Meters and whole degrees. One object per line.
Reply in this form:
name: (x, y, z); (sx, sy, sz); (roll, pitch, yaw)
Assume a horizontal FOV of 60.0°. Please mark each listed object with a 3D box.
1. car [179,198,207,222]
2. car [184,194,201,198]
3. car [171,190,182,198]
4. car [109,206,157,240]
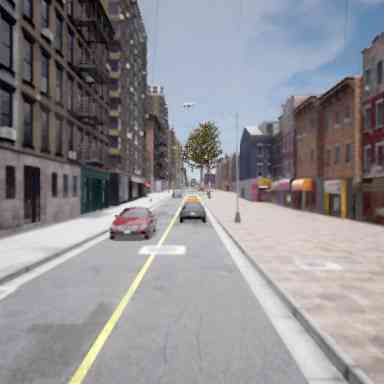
car: (0.073, 1.426, 24.923); (1.994, 1.385, 4.181); (0, 1, 1)
car: (0.083, 1.007, 40.474); (1.882, 1.535, 5.008); (0, 2, 0)
car: (-2.754, 0.440, 61.572); (1.812, 1.442, 4.674); (0, 2, 0)
car: (-2.849, 1.478, 16.915); (1.812, 1.442, 4.674); (0, 0, 0)
